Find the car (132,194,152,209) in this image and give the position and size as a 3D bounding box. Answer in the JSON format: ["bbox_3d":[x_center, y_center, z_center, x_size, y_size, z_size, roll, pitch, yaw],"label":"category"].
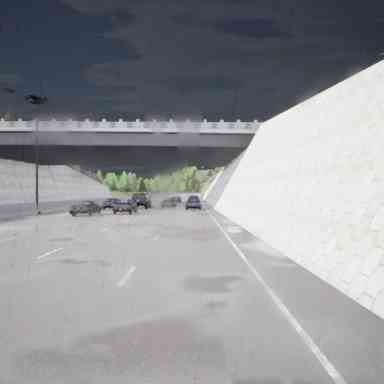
[{"bbox_3d":[-6.865,1.221,45.093,2.150,2.045,5.566,0,0,1],"label":"car"}]

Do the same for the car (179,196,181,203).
[{"bbox_3d":[-3.246,1.491,68.584,2.128,1.511,4.902,0,0,0],"label":"car"}]

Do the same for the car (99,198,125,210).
[{"bbox_3d":[-10.300,1.547,43.365,2.033,1.411,5.357,0,0,0],"label":"car"}]

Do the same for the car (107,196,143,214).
[{"bbox_3d":[-6.890,1.491,34.623,2.128,1.511,4.902,0,0,1],"label":"car"}]

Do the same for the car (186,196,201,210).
[{"bbox_3d":[0.198,1.564,43.827,1.994,1.385,4.181,0,0,0],"label":"car"}]

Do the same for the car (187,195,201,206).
[{"bbox_3d":[0.231,1.352,54.301,2.097,1.767,4.553,0,0,-1],"label":"car"}]

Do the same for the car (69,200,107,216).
[{"bbox_3d":[-10.327,1.547,32.706,2.033,1.411,5.357,0,0,0],"label":"car"}]

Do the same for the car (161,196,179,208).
[{"bbox_3d":[-3.291,1.564,47.573,1.994,1.385,4.181,0,0,0],"label":"car"}]
